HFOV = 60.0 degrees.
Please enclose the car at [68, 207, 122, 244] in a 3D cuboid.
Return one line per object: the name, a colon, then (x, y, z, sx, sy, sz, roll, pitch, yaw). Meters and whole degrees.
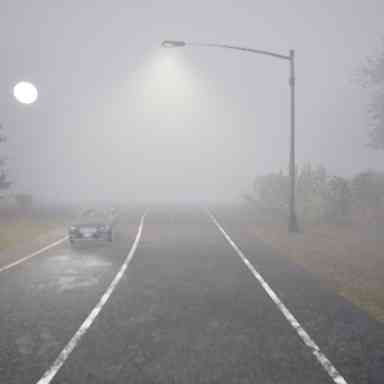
car: (-4.503, 1.492, 15.996, 2.128, 1.511, 4.902, 0, 0, -6)
